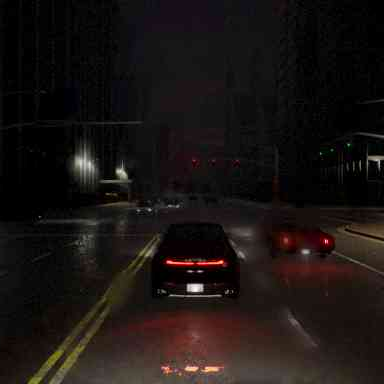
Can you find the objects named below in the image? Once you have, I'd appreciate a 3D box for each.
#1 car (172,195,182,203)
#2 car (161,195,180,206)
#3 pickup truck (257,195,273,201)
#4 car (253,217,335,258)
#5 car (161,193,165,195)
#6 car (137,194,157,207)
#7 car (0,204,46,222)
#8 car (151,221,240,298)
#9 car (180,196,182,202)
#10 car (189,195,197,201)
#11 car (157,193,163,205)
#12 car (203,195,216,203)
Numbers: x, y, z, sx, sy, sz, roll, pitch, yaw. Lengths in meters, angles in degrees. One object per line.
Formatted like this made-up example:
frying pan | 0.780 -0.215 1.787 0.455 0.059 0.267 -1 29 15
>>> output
car | -3.277 1.478 73.361 1.882 1.535 5.008 0 0 0
car | -3.417 1.564 53.951 1.994 1.385 4.181 0 0 0
pickup truck | 16.851 1.059 75.811 2.390 2.098 6.274 0 0 31
car | 3.619 1.601 12.758 1.895 1.301 4.718 0 0 0
car | -6.781 1.225 72.141 2.150 2.045 5.566 0 0 0
car | -6.939 1.352 49.977 2.097 1.767 4.553 0 0 0
car | -13.928 1.601 25.609 4.718 1.301 1.895 0 0 1
car | 0.084 1.505 8.502 1.837 1.490 4.892 0 0 1
car | -3.361 1.601 63.240 1.895 1.301 4.718 0 0 1
car | 0.243 1.487 80.031 1.837 1.490 4.892 0 0 0
car | -6.889 1.504 60.128 1.837 1.490 4.892 0 0 1
car | 3.803 1.477 66.882 1.882 1.535 5.008 0 0 0
